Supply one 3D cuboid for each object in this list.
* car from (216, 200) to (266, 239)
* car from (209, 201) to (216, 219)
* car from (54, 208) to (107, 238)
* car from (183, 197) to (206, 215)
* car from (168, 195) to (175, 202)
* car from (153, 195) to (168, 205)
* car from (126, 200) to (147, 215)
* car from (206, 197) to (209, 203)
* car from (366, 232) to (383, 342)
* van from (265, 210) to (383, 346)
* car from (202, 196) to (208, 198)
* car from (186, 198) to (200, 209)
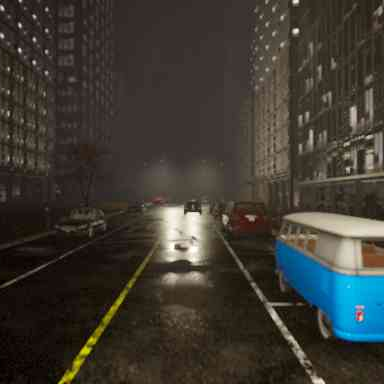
[{"bbox_3d":[2.697,1.315,17.425,2.192,1.841,5.009,1,0,0],"label":"car"},{"bbox_3d":[2.692,1.581,28.708,1.802,1.307,4.206,1,0,0],"label":"car"},{"bbox_3d":[-5.686,1.551,17.401,2.008,1.369,4.403,1,0,0],"label":"car"},{"bbox_3d":[0.097,1.546,33.429,2.033,1.411,5.357,0,0,0],"label":"car"},{"bbox_3d":[-5.696,1.506,79.301,1.752,1.417,4.829,1,0,0],"label":"car"},{"bbox_3d":[-5.692,1.536,56.900,1.887,1.381,4.507,1,0,0],"label":"car"},{"bbox_3d":[-5.689,1.549,34.329,2.008,1.369,4.403,1,0,0],"label":"car"},{"bbox_3d":[2.692,1.524,34.519,1.752,1.417,4.829,1,0,0],"label":"car"},{"bbox_3d":[2.699,1.315,0.501,2.192,1.841,5.009,1,0,0],"label":"car"},{"bbox_3d":[2.698,1.341,6.143,1.690,1.788,3.998,1,0,0],"label":"van"},{"bbox_3d":[2.686,1.537,68.198,2.008,1.369,4.403,1,0,0],"label":"car"},{"bbox_3d":[0.092,1.596,46.794,1.895,1.301,4.718,0,0,0],"label":"car"}]
